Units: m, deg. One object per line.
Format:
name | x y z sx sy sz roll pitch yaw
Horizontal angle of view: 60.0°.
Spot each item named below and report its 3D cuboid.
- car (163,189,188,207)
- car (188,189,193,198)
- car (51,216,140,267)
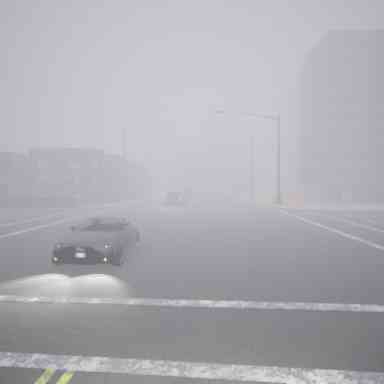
car | -1.959 0.710 37.294 2.097 1.767 4.553 0 1 2
car | -0.838 0.251 63.438 1.882 1.535 5.008 0 2 2
car | -3.068 1.542 11.355 1.994 1.385 4.181 0 1 2
